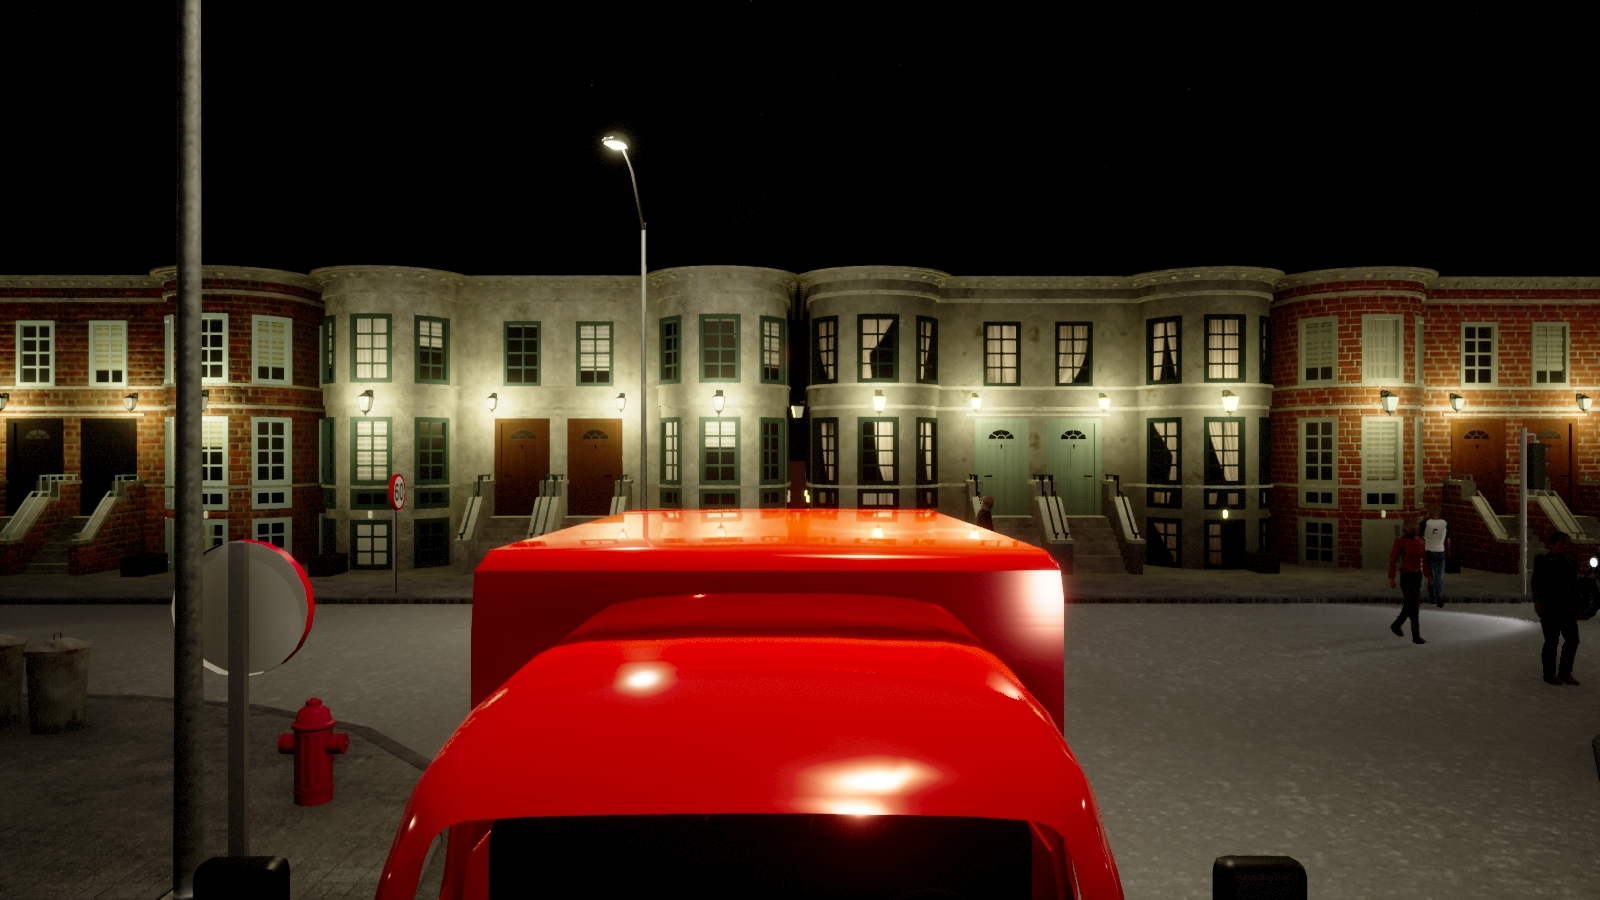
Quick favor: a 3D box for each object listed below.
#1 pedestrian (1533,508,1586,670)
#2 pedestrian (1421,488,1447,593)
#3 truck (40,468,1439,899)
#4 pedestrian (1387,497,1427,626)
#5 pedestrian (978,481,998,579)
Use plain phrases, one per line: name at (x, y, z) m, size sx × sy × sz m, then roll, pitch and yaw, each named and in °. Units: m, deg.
pedestrian at (8.943, 1.629, 13.461) m, size 0.375 × 1.860 × 0.375 m, roll 0°, pitch 0°, yaw 0°
pedestrian at (11.444, 1.629, 20.623) m, size 0.375 × 1.860 × 0.375 m, roll 0°, pitch 0°, yaw 24°
truck at (-0.117, 1.348, 4.748) m, size 2.627 × 2.467 × 5.204 m, roll 0°, pitch 0°, yaw 0°
pedestrian at (8.925, 1.628, 16.805) m, size 0.375 × 1.860 × 0.375 m, roll 0°, pitch 0°, yaw -1°
pedestrian at (3.627, 1.525, 22.039) m, size 0.375 × 1.860 × 0.375 m, roll 0°, pitch 0°, yaw 11°
